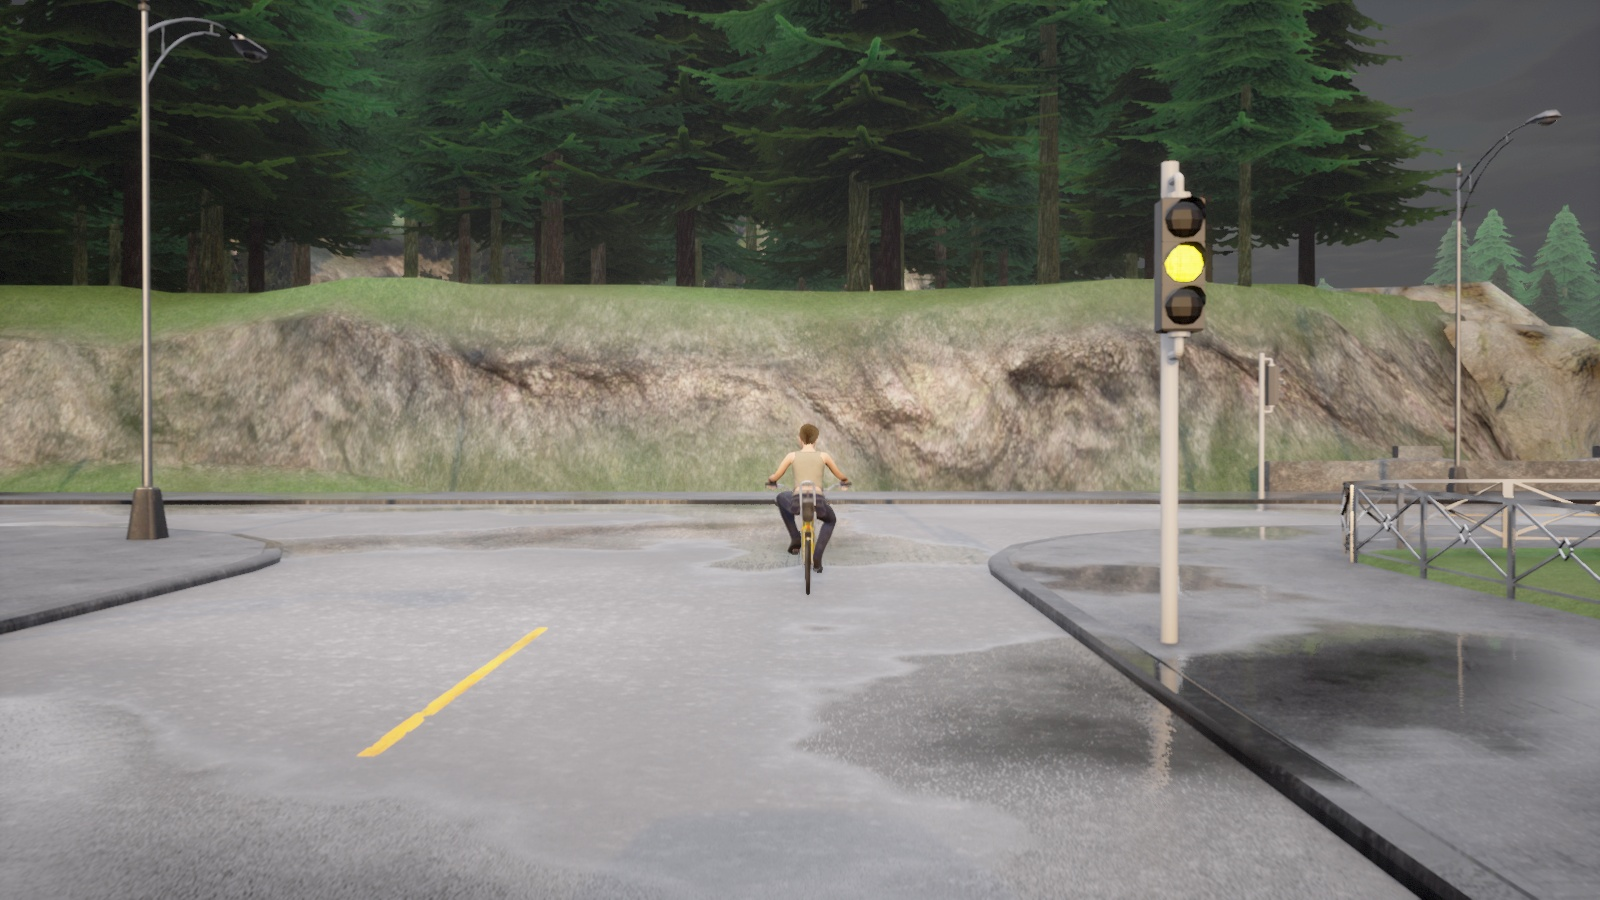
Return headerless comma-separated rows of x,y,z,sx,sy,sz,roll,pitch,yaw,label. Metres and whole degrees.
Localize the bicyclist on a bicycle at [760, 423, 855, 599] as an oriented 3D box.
0.080,0.549,12.260,0.866,1.612,1.509,0,1,1,bicyclist on a bicycle
